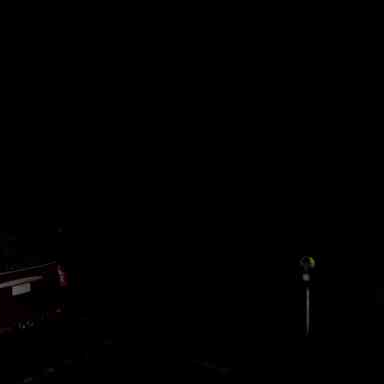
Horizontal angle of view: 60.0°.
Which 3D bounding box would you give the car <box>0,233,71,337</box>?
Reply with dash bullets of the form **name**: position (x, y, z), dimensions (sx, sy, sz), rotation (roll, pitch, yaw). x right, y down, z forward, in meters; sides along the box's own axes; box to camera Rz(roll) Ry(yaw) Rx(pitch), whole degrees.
- **car**: position (-4.064, 1.440, 5.975), dimensions (4.097, 1.590, 1.967), rotation (0, 0, 36)
